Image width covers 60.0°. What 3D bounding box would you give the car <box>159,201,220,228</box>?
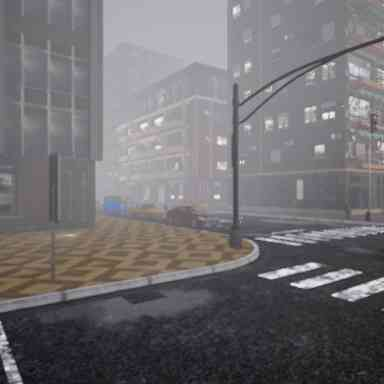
[{"bbox_3d":[-0.045,1.476,20.997,1.802,1.307,4.206,0,0,-36],"label":"car"}]

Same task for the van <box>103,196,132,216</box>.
[{"bbox_3d":[-6.649,1.216,30.199,1.690,1.788,3.998,0,0,-36],"label":"van"}]

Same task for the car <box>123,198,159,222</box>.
[{"bbox_3d":[-3.248,1.409,25.459,1.752,1.417,4.829,0,0,-36],"label":"car"}]

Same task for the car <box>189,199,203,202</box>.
[{"bbox_3d":[0.059,1.404,35.223,1.752,1.417,4.829,0,0,-36],"label":"car"}]
